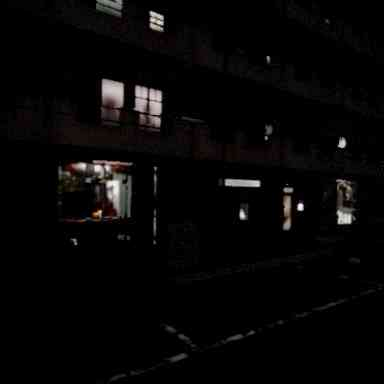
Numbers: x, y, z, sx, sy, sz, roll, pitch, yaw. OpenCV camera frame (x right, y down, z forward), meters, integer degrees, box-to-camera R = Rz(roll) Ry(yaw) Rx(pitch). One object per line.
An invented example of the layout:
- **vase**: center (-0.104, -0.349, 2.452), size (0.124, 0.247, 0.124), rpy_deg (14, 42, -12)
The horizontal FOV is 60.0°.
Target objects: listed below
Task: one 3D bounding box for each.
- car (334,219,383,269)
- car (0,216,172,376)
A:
- **car**: center (6.379, 1.563, 10.635), size (4.313, 1.339, 1.947), rpy_deg (0, 1, -35)
- **car**: center (-2.621, 1.315, 4.201), size (5.009, 1.841, 2.192), rpy_deg (0, 1, -35)
